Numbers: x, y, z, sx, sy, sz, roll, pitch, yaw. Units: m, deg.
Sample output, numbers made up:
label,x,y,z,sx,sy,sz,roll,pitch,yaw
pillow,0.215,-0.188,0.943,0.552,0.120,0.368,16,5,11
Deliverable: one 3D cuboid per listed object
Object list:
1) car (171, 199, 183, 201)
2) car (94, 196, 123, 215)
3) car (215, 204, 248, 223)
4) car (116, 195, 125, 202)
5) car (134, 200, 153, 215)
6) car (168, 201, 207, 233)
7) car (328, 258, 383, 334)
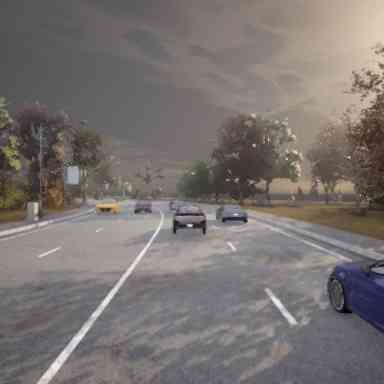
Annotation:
label,x,y,z,sx,sy,sz,roll,pitch,yaw
car,-1.716,1.555,37.933,2.033,1.411,5.357,0,0,-8
car,-8.532,1.479,34.164,1.882,1.535,5.008,0,0,-7
car,2.970,1.571,25.695,1.994,1.385,4.181,0,0,-4
car,-16.452,1.475,74.102,1.812,1.442,4.674,0,0,-27
car,-5.061,1.551,34.941,2.033,1.411,5.357,0,0,-7
car,-0.202,1.496,19.446,2.128,1.511,4.902,0,0,-2
car,3.586,1.527,4.623,1.812,1.442,4.674,0,0,0
